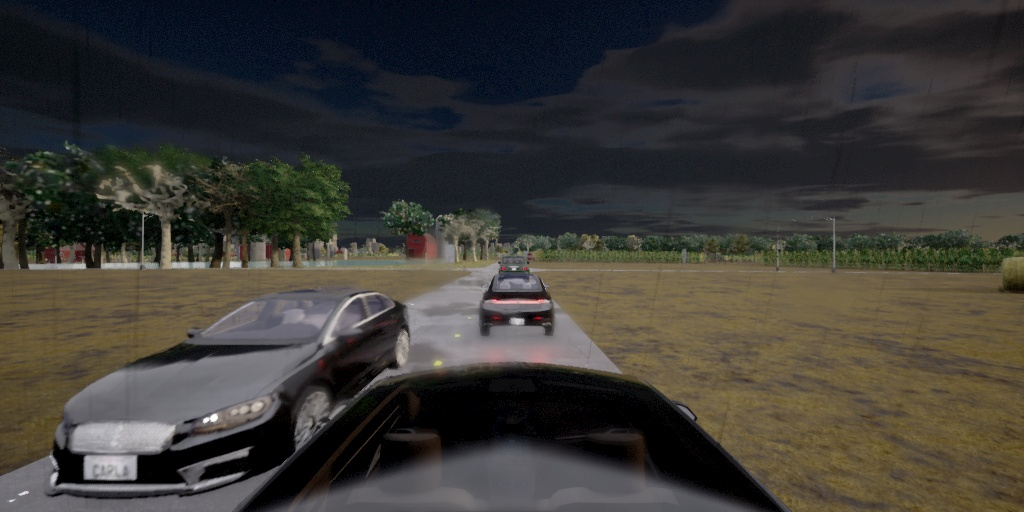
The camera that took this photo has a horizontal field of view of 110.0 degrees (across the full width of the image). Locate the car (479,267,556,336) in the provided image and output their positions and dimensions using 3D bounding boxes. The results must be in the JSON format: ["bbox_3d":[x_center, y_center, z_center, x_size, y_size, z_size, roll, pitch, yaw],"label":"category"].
[{"bbox_3d":[0.115,1.241,10.364,2.128,1.511,4.902,0,0,0],"label":"car"}]

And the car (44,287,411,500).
[{"bbox_3d":[-2.846,1.242,4.998,2.128,1.511,4.902,0,0,0],"label":"car"}]

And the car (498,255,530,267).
[{"bbox_3d":[0.135,0.966,26.564,2.150,2.045,5.566,0,0,0],"label":"car"}]
